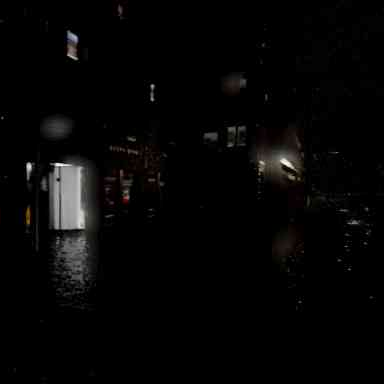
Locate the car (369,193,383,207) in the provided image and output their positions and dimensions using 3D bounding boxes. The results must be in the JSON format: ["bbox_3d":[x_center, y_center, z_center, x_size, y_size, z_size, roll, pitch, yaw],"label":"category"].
[{"bbox_3d":[21.580,0.849,37.880,1.994,1.385,4.181,1,1,21],"label":"car"}]

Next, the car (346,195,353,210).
[{"bbox_3d":[15.507,0.941,30.913,1.994,1.385,4.181,1,1,21],"label":"car"}]

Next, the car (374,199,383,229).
[{"bbox_3d":[8.883,1.233,13.102,2.033,1.411,5.357,1,1,20],"label":"car"}]

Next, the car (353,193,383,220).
[{"bbox_3d":[12.295,1.003,22.287,1.882,1.535,5.008,1,1,20],"label":"car"}]
